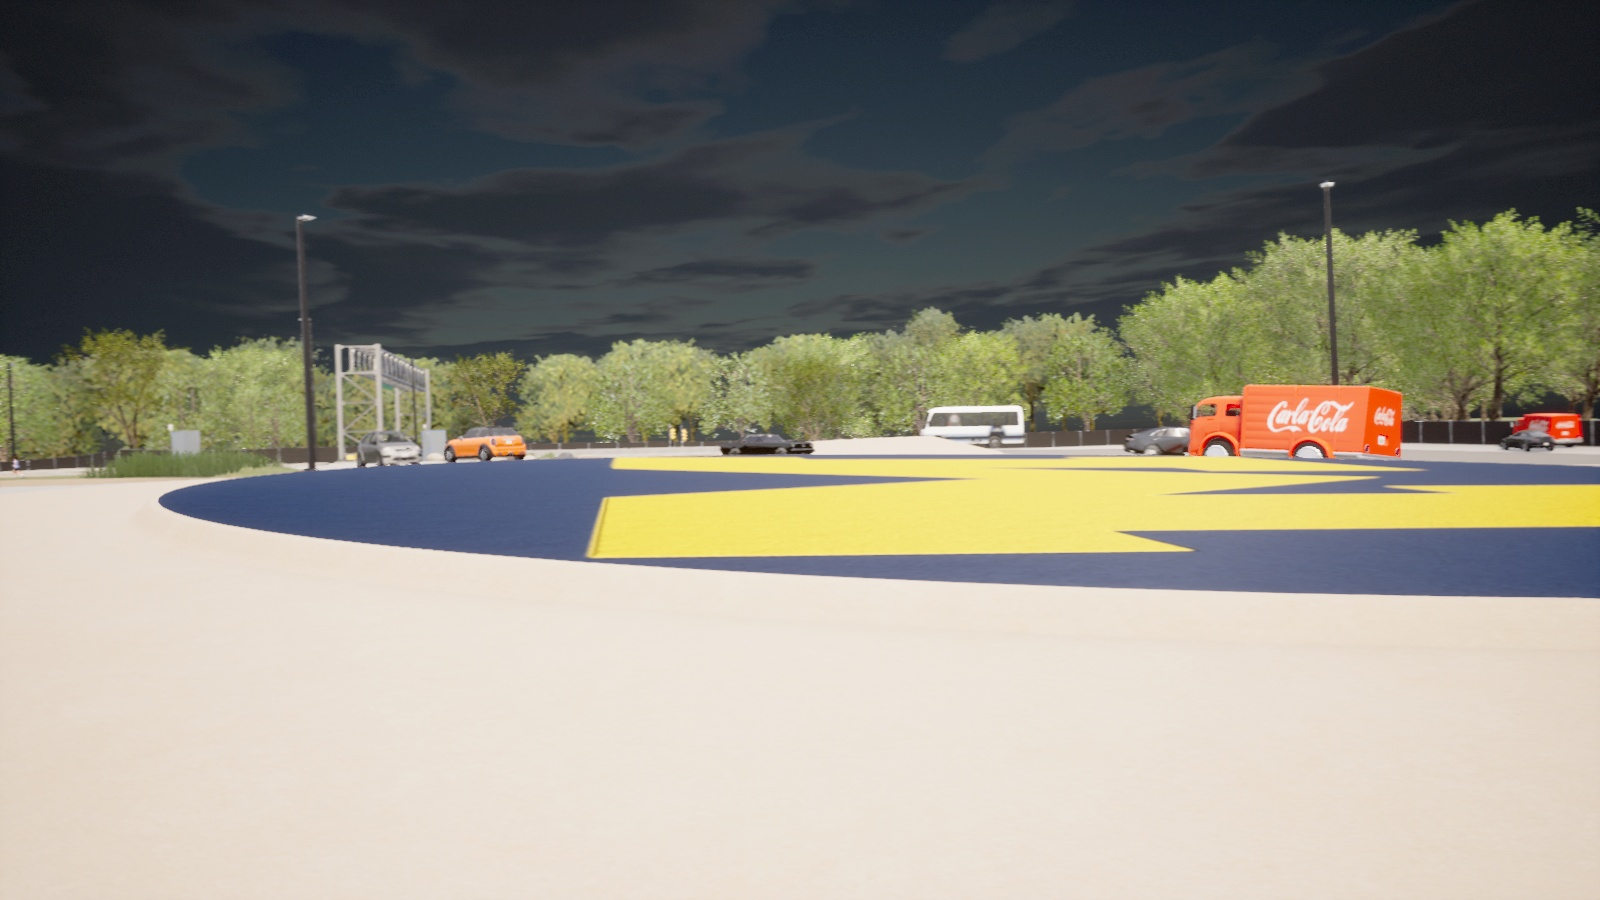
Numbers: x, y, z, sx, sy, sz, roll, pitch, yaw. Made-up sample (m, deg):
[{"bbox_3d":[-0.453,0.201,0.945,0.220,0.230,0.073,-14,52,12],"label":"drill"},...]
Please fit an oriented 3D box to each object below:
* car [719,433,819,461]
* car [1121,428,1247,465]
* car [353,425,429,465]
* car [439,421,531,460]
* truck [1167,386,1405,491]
[{"bbox_3d":[-1.523,-0.145,61.053,4.718,1.301,1.895,0,0,38],"label":"car"},{"bbox_3d":[16.658,-0.174,54.674,4.902,1.511,2.128,1,1,5],"label":"car"},{"bbox_3d":[-17.464,-0.215,53.547,1.851,1.617,3.988,-3,1,-36],"label":"car"},{"bbox_3d":[-15.056,-0.441,59.915,4.553,1.767,2.097,-1,1,44],"label":"car"},{"bbox_3d":[13.025,-0.359,33.907,2.627,2.467,5.204,4,0,-42],"label":"truck"}]
